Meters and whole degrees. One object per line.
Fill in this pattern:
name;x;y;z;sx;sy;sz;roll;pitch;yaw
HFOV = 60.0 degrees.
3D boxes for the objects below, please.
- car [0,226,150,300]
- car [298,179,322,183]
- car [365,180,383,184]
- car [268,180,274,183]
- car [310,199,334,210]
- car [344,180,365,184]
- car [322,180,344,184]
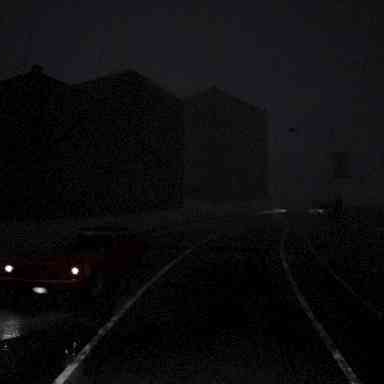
car;-2.650;1.637;8.728;1.895;1.301;4.718;0;0;9
car;28.290;-2.316;81.214;4.892;1.521;2.231;0;-5;-4
car;44.826;-2.153;82.814;5.008;1.535;2.097;1;-5;-7
car;17.379;-2.480;80.396;4.553;1.767;2.185;0;-5;-4
car;17.960;1.683;45.545;4.181;1.385;1.994;0;-3;-41
car;39.316;-2.186;82.164;4.674;1.452;2.002;1;-5;-6
car;33.793;-2.284;81.638;4.892;1.521;2.231;0;-5;-4
